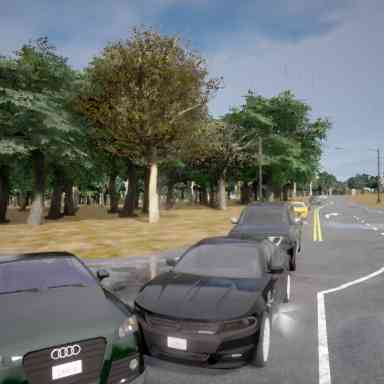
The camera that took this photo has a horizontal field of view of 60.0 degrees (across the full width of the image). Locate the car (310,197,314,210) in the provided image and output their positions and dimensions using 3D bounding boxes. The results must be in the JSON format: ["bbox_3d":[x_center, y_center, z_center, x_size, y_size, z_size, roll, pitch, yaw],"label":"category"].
[{"bbox_3d":[14.855,1.754,44.310,1.812,1.442,4.674,-1,0,22],"label":"car"}]

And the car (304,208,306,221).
[{"bbox_3d":[5.054,1.774,18.346,1.895,1.301,4.718,-1,0,21],"label":"car"}]

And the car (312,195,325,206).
[{"bbox_3d":[22.008,1.566,59.597,2.097,1.767,4.553,-1,0,28],"label":"car"}]

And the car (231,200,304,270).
[{"bbox_3d":[2.836,1.459,12.438,2.150,2.045,5.566,-2,0,20],"label":"car"}]

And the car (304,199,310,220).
[{"bbox_3d":[9.480,1.677,30.236,1.882,1.535,5.008,-1,-1,20],"label":"car"}]

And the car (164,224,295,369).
[{"bbox_3d":[0.725,1.613,6.295,1.882,1.535,5.008,-1,-2,21],"label":"car"}]

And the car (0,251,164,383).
[{"bbox_3d":[-2.319,1.643,4.992,1.994,1.385,4.181,1,-2,-33],"label":"car"}]
